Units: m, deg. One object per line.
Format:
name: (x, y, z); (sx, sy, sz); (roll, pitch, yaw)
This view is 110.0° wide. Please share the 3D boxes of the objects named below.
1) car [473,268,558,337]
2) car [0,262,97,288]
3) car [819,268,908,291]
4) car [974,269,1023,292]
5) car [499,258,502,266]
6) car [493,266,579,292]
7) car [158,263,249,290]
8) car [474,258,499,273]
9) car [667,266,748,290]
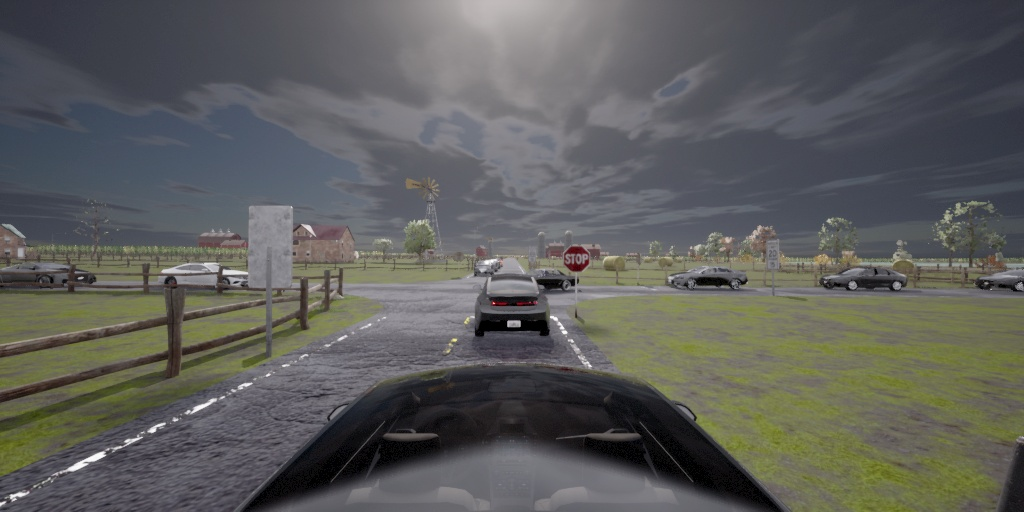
car: (-0.065, 1.256, 10.359); (1.837, 1.490, 4.892); (0, 0, -3)
car: (-26.346, 1.048, 20.218); (4.181, 1.385, 1.994); (1, -1, -1)
car: (23.204, 1.508, 23.796); (4.892, 1.490, 1.837); (1, -1, -1)
car: (34.040, 1.609, 23.921); (4.892, 1.490, 1.837); (1, -1, -1)
car: (-2.809, 1.241, 46.494); (2.128, 1.511, 4.902); (0, 0, 0)
car: (1.517, 1.369, 20.403); (4.718, 1.301, 1.895); (1, 0, -35)
car: (-17.226, 1.103, 20.332); (4.674, 1.442, 1.812); (1, -1, -1)
car: (-2.825, 1.243, 37.048); (2.128, 1.511, 4.902); (0, 0, 0)
car: (12.819, 1.397, 23.621); (4.902, 1.511, 2.128); (1, -1, -2)
